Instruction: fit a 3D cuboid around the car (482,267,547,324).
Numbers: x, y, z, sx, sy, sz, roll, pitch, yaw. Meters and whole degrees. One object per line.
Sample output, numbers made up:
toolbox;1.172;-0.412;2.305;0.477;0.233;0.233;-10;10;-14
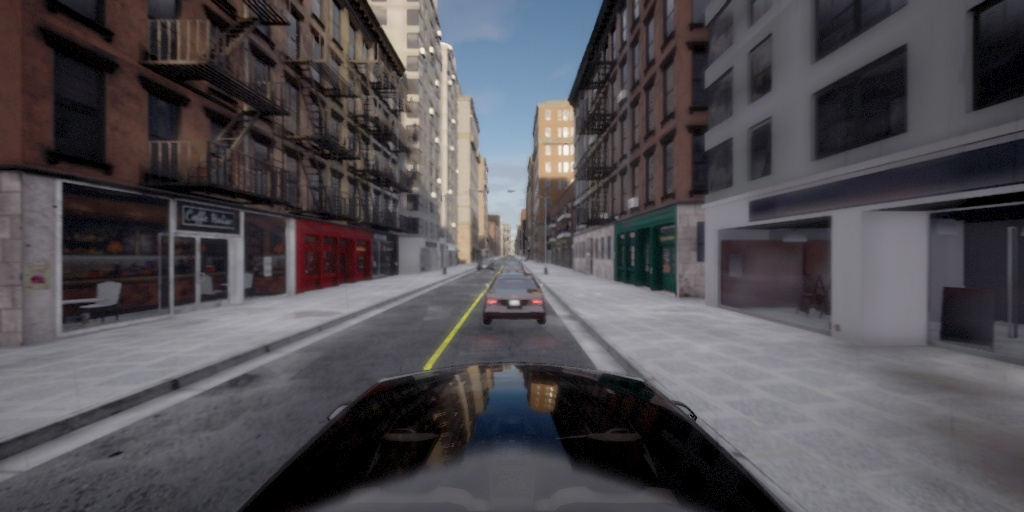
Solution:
car;0.080;1.243;11.733;2.033;1.411;5.357;0;0;0

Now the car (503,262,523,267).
car;0.091;1.154;28.429;2.033;1.411;5.357;0;0;0

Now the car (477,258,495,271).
car;-3.082;1.018;42.559;2.128;1.511;4.902;0;0;0
